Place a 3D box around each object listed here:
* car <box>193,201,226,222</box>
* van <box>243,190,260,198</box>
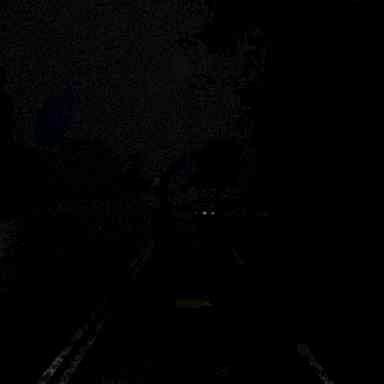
[{"bbox_3d":[1.392,1.369,25.111,2.033,1.411,5.357,0,3,12],"label":"car"},{"bbox_3d":[17.526,0.831,93.527,4.442,1.987,1.878,0,1,1],"label":"van"}]
